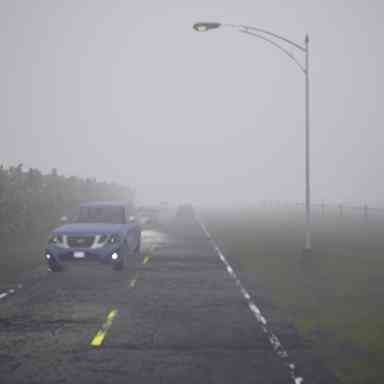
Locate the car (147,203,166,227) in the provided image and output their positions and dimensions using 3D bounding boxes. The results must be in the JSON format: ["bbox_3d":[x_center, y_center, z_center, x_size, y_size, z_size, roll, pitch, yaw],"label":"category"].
[{"bbox_3d":[-3.419,1.823,25.590,2.128,1.511,4.902,0,-1,-1],"label":"car"}]

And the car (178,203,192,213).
[{"bbox_3d":[-0.987,2.192,46.338,1.895,1.301,4.718,0,-1,-1],"label":"car"}]

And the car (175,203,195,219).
[{"bbox_3d":[-0.702,1.931,34.393,2.128,1.511,4.902,0,-1,-1],"label":"car"}]

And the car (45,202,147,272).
[{"bbox_3d":[-3.105,1.377,11.728,2.150,2.045,5.566,0,-1,-1],"label":"car"}]

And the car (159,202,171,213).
[{"bbox_3d":[-3.921,2.090,45.641,1.837,1.490,4.892,0,-1,-1],"label":"car"}]
